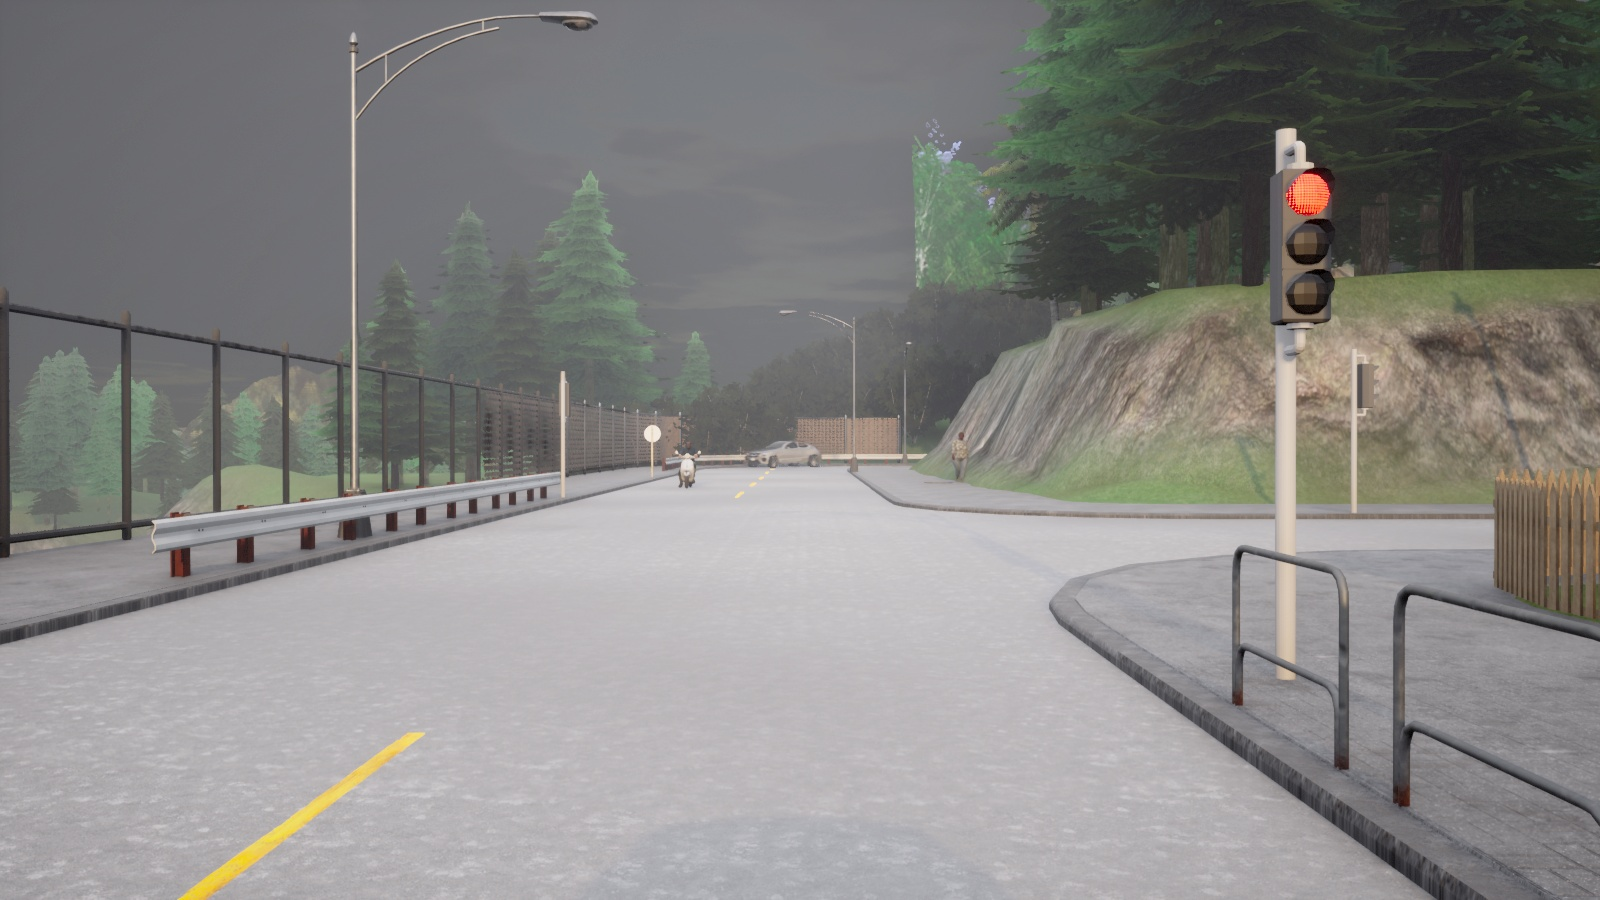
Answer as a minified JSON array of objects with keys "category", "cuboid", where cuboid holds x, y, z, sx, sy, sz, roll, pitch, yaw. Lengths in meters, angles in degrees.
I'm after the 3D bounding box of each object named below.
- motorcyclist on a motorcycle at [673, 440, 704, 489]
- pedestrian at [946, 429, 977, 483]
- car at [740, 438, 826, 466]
[{"category":"motorcyclist on a motorcycle","cuboid":[-3.707,0.461,41.817,0.866,1.590,1.817,0,0,0]},{"category":"pedestrian","cuboid":[5.592,0.215,43.516,0.874,1.855,0.900,0,0,-6]},{"category":"car","cuboid":[-1.007,0.098,75.819,5.027,1.651,2.152,0,0,-43]}]
